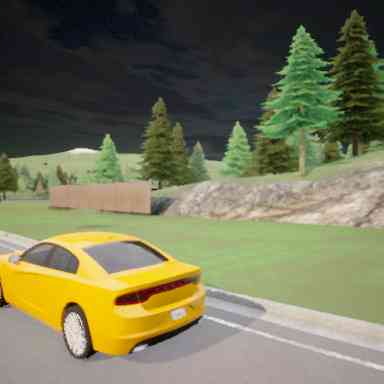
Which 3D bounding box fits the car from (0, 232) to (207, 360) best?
[{"bbox_3d":[-2.015,1.492,6.125,5.008,1.535,1.882,0,0,42],"label":"car"}]
